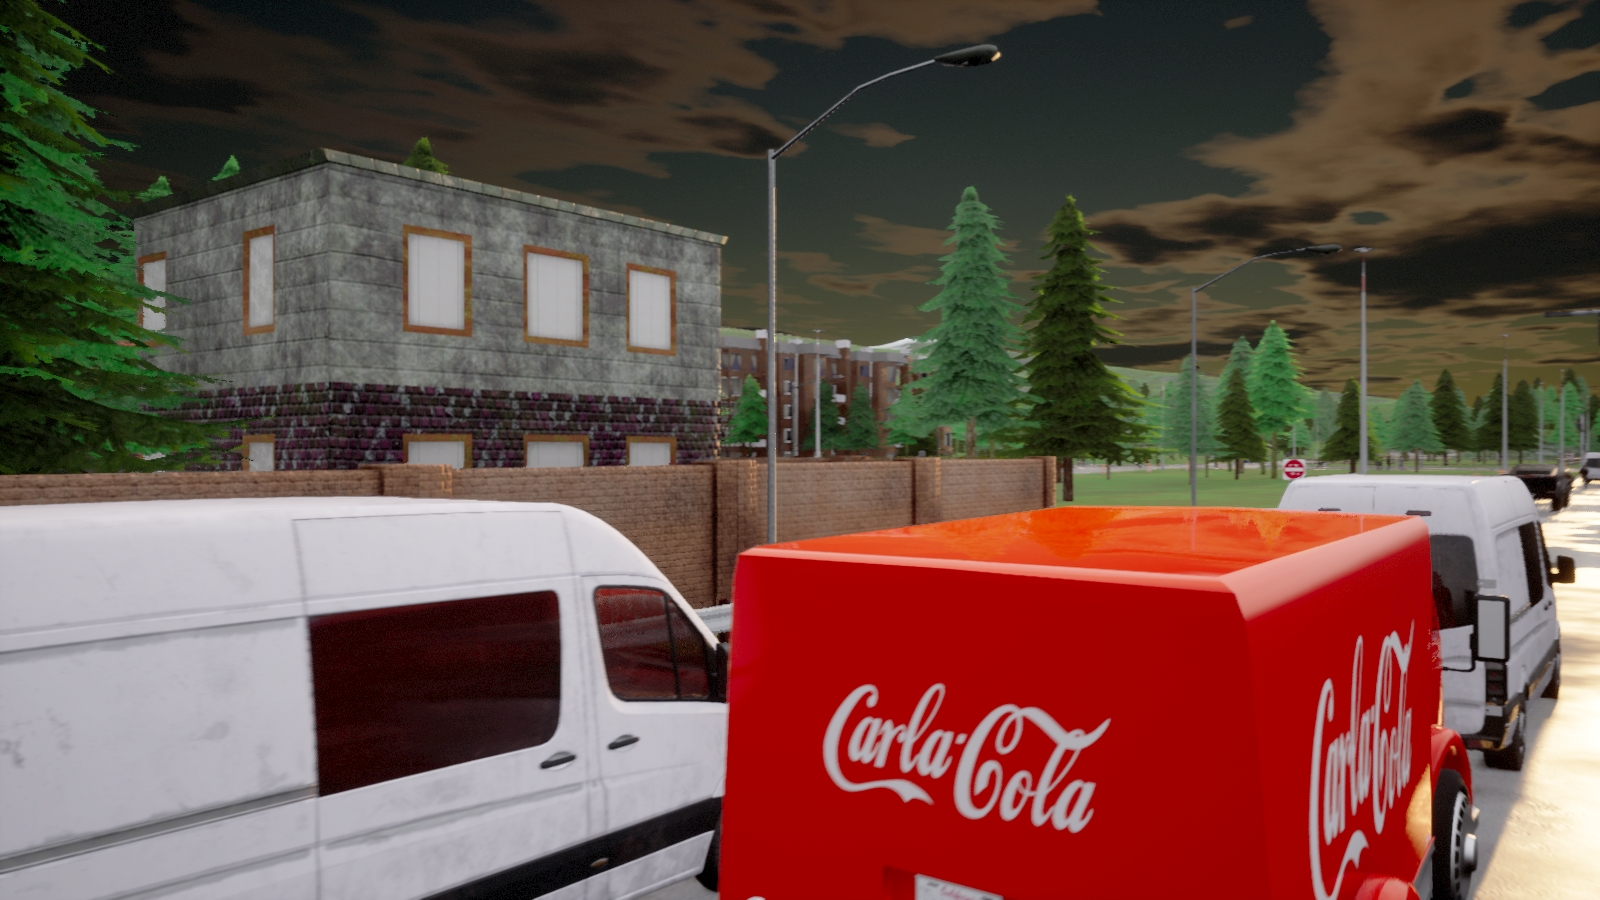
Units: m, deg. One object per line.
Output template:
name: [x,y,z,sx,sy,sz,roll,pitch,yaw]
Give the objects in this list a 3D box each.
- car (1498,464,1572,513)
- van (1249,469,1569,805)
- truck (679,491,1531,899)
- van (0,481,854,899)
car: [34.684,1.730,53.854,2.390,2.098,6.274,0,0,38]
van: [6.626,1.530,11.982,1.988,2.561,5.915,0,0,38]
truck: [2.115,1.572,6.156,2.627,2.467,5.204,0,0,38]
van: [-2.224,1.539,6.282,1.988,2.561,5.915,0,0,38]
